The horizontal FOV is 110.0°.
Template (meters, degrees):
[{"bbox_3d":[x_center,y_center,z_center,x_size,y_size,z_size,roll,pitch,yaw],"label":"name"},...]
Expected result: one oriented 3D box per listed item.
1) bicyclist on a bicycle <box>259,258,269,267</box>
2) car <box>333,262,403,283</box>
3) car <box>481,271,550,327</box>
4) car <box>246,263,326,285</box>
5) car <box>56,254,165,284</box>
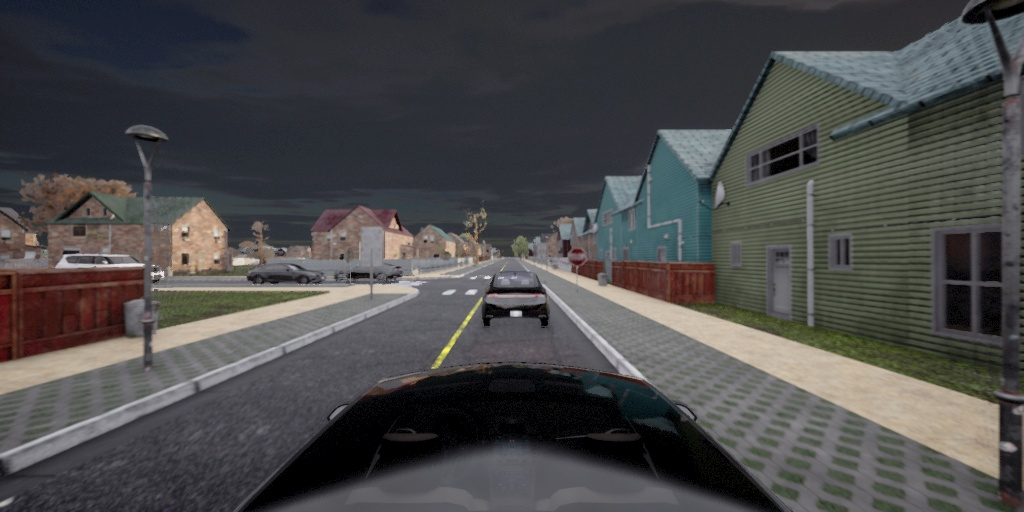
[{"bbox_3d":[-20.207,0.999,29.321,0.582,1.620,1.656,0,0,0],"label":"bicyclist on a bicycle"},{"bbox_3d":[-10.556,1.172,26.408,4.902,1.511,2.128,0,-1,3],"label":"car"},{"bbox_3d":[0.102,1.208,11.317,2.128,1.511,4.902,0,0,0],"label":"car"},{"bbox_3d":[-14.725,1.182,23.501,4.674,1.442,1.812,0,0,0],"label":"car"},{"bbox_3d":[-26.174,0.872,23.425,5.566,2.045,2.150,0,0,0],"label":"car"}]
